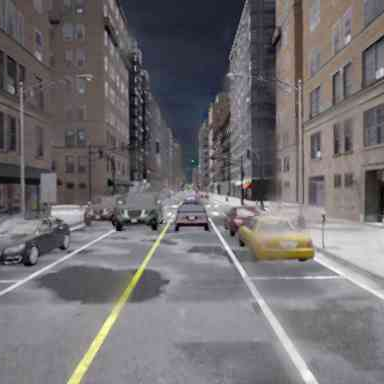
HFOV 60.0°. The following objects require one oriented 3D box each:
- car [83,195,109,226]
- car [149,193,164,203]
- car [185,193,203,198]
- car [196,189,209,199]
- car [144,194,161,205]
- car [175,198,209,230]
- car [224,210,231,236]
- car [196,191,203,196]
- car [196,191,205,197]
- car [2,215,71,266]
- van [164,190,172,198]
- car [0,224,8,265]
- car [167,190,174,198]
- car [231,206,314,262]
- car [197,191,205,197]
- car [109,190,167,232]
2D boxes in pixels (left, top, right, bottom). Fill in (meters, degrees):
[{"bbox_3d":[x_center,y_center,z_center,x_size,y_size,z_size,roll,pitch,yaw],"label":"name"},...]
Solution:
[{"bbox_3d":[-5.504,1.112,21.874,2.192,1.841,5.009,-1,1,0],"label":"car"},{"bbox_3d":[-5.687,0.957,53.792,1.887,1.381,4.507,-1,1,0],"label":"car"},{"bbox_3d":[-0.105,1.107,35.642,1.812,1.442,4.674,0,1,0],"label":"car"},{"bbox_3d":[2.274,0.630,64.735,1.967,1.590,4.097,-1,1,0],"label":"car"},{"bbox_3d":[-5.655,1.029,48.338,2.008,1.369,4.403,-1,1,0],"label":"car"},{"bbox_3d":[-0.017,1.316,19.172,2.033,1.411,5.357,-1,1,0],"label":"car"},{"bbox_3d":[2.554,1.355,16.501,1.802,1.307,4.206,-1,1,0],"label":"car"},{"bbox_3d":[2.115,0.373,92.175,1.752,1.417,4.829,-1,1,0],"label":"car"},{"bbox_3d":[2.148,0.468,86.552,2.008,1.369,4.403,-1,1,0],"label":"car"},{"bbox_3d":[-5.439,1.477,11.053,2.008,1.369,4.403,-1,1,0],"label":"car"},{"bbox_3d":[-5.847,0.415,81.056,1.690,1.788,3.998,-1,1,0],"label":"van"},{"bbox_3d":[-5.408,1.542,5.640,2.008,1.369,4.403,-1,1,0],"label":"car"},{"bbox_3d":[-5.813,0.708,75.606,1.947,1.339,4.313,-1,1,0],"label":"car"},{"bbox_3d":[2.584,1.361,11.259,1.752,1.417,4.829,-1,1,0],"label":"car"},{"bbox_3d":[2.180,0.530,81.098,1.887,1.381,4.507,-1,1,0],"label":"car"},{"bbox_3d":[-2.852,1.025,19.082,2.150,2.045,5.566,-1,0,0],"label":"car"}]
